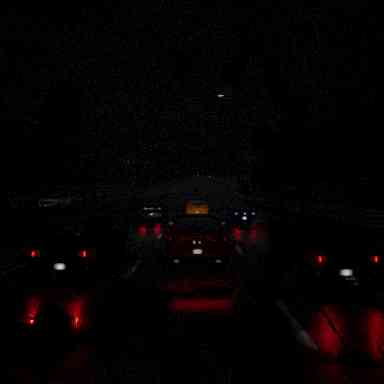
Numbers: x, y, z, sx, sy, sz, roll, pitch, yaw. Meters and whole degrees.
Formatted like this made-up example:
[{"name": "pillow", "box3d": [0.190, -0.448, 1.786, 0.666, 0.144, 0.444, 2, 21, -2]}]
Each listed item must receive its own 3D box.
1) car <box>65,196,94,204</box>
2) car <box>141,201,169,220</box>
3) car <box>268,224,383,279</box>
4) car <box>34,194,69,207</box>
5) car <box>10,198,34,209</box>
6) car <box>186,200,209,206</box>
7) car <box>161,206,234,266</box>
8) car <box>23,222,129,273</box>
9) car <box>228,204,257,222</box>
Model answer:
[{"name": "car", "box3d": [-13.354, 1.509, 40.717, 1.837, 1.490, 4.892, 0, 0, 2]}, {"name": "car", "box3d": [-3.041, 1.501, 27.958, 2.128, 1.511, 4.902, 0, 0, 1]}, {"name": "car", "box3d": [3.657, 1.608, 10.050, 1.895, 1.301, 4.718, 0, 0, 1]}, {"name": "car", "box3d": [-16.840, 1.224, 41.204, 2.150, 2.045, 5.566, 0, 0, 2]}, {"name": "car", "box3d": [-20.344, 1.503, 41.058, 1.837, 1.490, 4.892, 0, 0, 2]}, {"name": "car", "box3d": [0.499, 1.491, 29.542, 1.882, 1.535, 5.008, 0, 0, 1]}, {"name": "car", "box3d": [0.175, 1.483, 11.594, 1.882, 1.535, 5.008, 0, 0, 1]}, {"name": "car", "box3d": [-3.337, 1.604, 10.680, 1.895, 1.301, 4.718, 0, 0, 1]}, {"name": "car", "box3d": [3.926, 1.616, 26.649, 1.895, 1.301, 4.718, 0, 0, 1]}]
